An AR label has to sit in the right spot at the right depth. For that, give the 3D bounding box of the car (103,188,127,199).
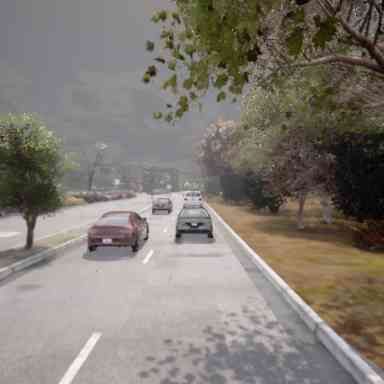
[{"bbox_3d":[-16.810,0.651,68.027,5.566,2.045,2.435,-1,1,-20],"label":"car"}]

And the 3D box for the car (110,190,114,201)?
[{"bbox_3d":[-16.823,0.834,59.030,4.553,1.767,2.185,-1,0,-20],"label":"car"}]

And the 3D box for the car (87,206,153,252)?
[{"bbox_3d":[-2.897,1.489,13.685,1.812,1.442,4.674,0,0,0],"label":"car"}]

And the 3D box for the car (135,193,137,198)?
[{"bbox_3d":[-16.707,0.581,80.077,5.566,2.045,2.435,-1,0,-20],"label":"car"}]

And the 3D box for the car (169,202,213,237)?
[{"bbox_3d":[0.104,1.480,17.488,2.033,1.411,5.357,0,0,0],"label":"car"}]

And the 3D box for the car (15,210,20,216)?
[{"bbox_3d":[-16.807,1.294,29.032,5.008,1.535,2.097,-1,1,-20],"label":"car"}]

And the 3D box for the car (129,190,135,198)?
[{"bbox_3d":[-16.780,0.599,77.041,5.566,2.045,2.435,-1,1,-20],"label":"car"}]

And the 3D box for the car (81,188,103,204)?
[{"bbox_3d":[-16.825,0.784,50.017,5.566,2.045,2.435,-1,1,-20],"label":"car"}]

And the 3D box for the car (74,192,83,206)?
[{"bbox_3d":[-16.630,1.128,41.103,5.366,1.575,1.946,-1,1,-20],"label":"car"}]

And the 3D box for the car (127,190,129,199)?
[{"bbox_3d":[-16.949,0.884,70.979,5.366,1.575,1.946,-1,1,-20],"label":"car"}]

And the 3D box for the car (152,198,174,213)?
[{"bbox_3d":[-2.893,1.291,33.201,2.033,1.411,5.357,0,1,0],"label":"car"}]

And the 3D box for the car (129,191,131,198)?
[{"bbox_3d":[-16.760,0.907,74.046,4.674,1.452,2.002,-1,1,-20],"label":"car"}]

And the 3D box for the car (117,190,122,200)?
[{"bbox_3d":[-16.810,0.949,65.026,4.792,1.488,2.163,-1,1,-20],"label":"car"}]

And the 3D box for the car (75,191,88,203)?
[{"bbox_3d":[-16.975,1.100,43.969,5.366,1.575,1.946,-1,1,-20],"label":"car"}]

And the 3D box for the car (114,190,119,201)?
[{"bbox_3d":[-16.795,0.940,62.041,4.892,1.521,2.231,-1,0,-20],"label":"car"}]

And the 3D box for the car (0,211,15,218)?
[{"bbox_3d":[-16.819,1.373,26.032,4.674,1.452,2.002,-1,0,-20],"label":"car"}]

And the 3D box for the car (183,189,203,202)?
[{"bbox_3d":[0.108,0.899,38.198,2.150,2.045,5.566,0,1,0],"label":"car"}]

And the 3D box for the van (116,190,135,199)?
[{"bbox_3d":[-16.591,0.588,83.114,4.442,1.987,1.878,-1,0,-19],"label":"van"}]

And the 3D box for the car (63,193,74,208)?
[{"bbox_3d":[-16.786,0.921,38.048,5.566,2.045,2.435,-1,1,-20],"label":"car"}]

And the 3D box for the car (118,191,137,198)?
[{"bbox_3d":[-16.616,0.673,86.092,4.553,1.767,2.185,-1,1,-19],"label":"car"}]

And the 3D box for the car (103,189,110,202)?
[{"bbox_3d":[-16.763,0.856,56.045,4.553,1.767,2.185,-1,1,-20],"label":"car"}]
